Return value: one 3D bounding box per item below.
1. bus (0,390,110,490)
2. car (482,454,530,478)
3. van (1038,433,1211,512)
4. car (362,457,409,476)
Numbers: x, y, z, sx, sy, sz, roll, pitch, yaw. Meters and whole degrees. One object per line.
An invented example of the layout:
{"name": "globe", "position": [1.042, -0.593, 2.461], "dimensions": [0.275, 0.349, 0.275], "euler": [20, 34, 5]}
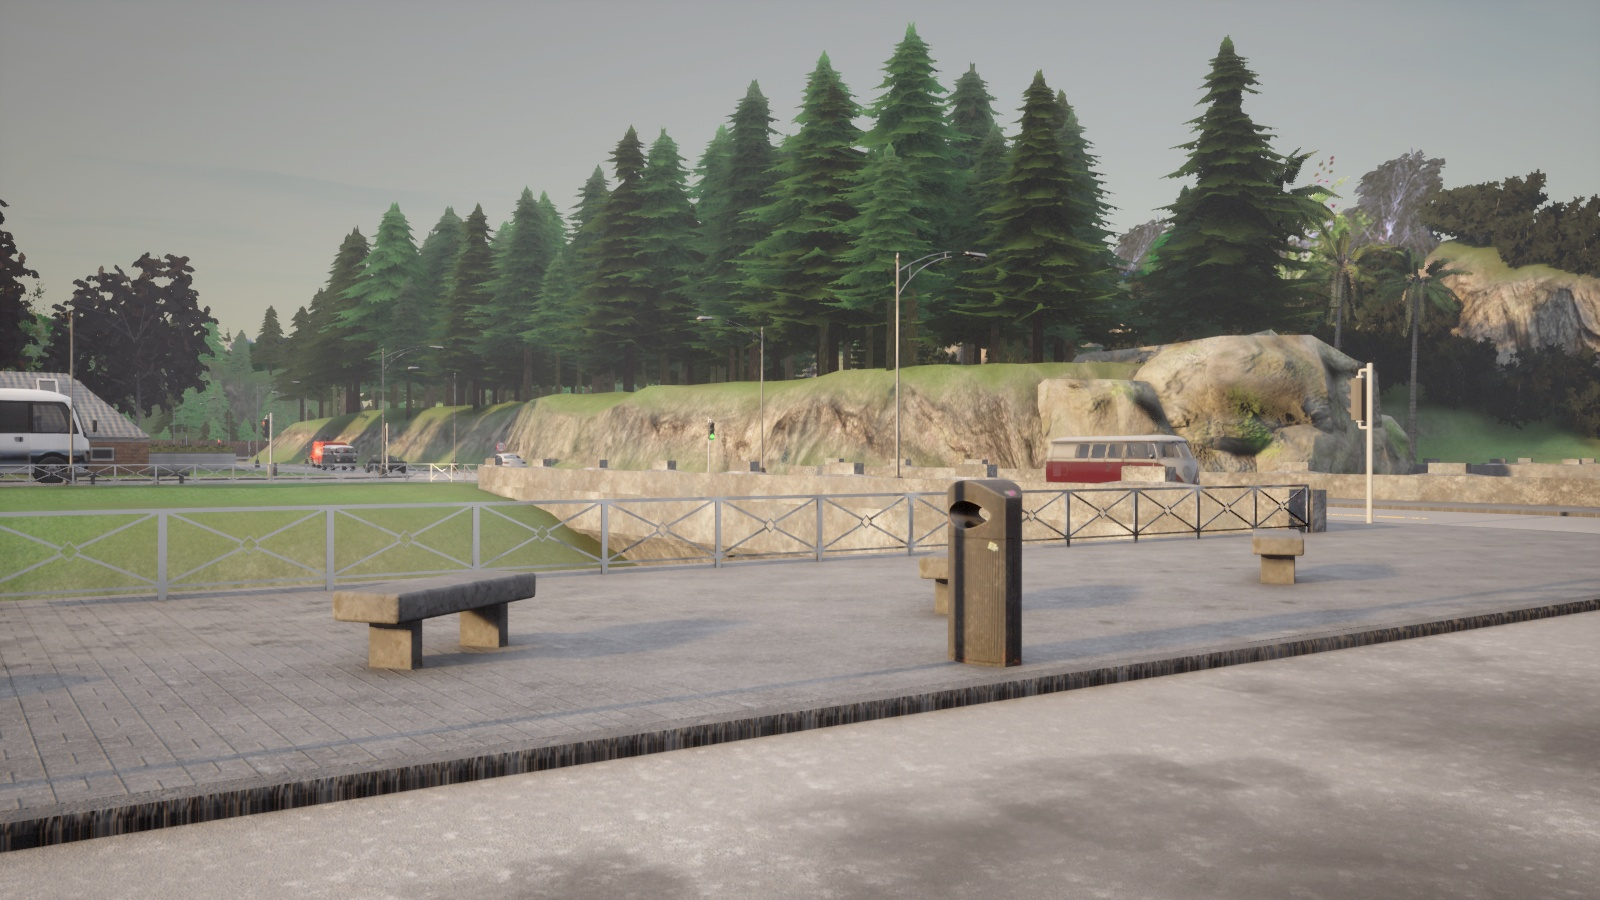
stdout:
{"name": "bus", "position": [-35.954, -0.422, 54.361], "dimensions": [10.273, 4.253, 3.944], "euler": [0, 0, -35]}
{"name": "car", "position": [-18.829, 1.007, 80.266], "dimensions": [1.812, 1.442, 4.674], "euler": [0, 0, -29]}
{"name": "van", "position": [8.667, 0.562, 33.875], "dimensions": [1.775, 1.987, 4.442], "euler": [0, 0, -35]}
{"name": "car", "position": [-29.154, 1.123, 88.243], "dimensions": [1.895, 1.301, 4.718], "euler": [0, 0, -35]}
